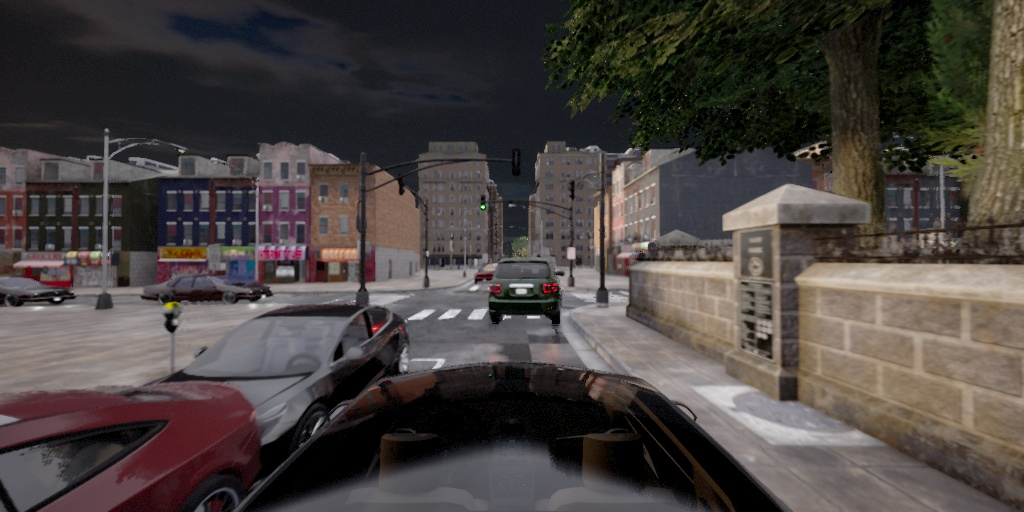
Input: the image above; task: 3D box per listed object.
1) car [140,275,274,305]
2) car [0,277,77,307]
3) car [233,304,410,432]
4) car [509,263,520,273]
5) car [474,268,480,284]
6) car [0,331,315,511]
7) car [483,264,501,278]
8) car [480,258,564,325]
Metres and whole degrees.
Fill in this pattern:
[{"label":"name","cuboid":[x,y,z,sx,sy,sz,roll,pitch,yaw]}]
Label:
[{"label":"car","cuboid":[-14.840,1.635,17.585,5.357,1.411,2.033,-1,-1,0]},{"label":"car","cuboid":[-24.915,1.765,17.550,5.357,1.411,2.033,-1,-1,0]},{"label":"car","cuboid":[-2.637,1.351,4.675,1.948,1.339,4.313,0,0,0]},{"label":"car","cuboid":[0.407,1.945,58.208,1.812,1.442,4.674,0,-1,0]},{"label":"car","cuboid":[-2.269,1.704,31.467,1.895,1.301,4.718,0,-1,0]},{"label":"car","cuboid":[-2.638,1.323,1.013,1.802,1.307,4.207,0,0,0]},{"label":"car","cuboid":[-2.278,1.705,41.881,1.882,1.535,5.008,0,-1,0]},{"label":"car","cuboid":[0.641,1.105,12.595,2.150,2.045,5.566,-1,-1,8]}]
